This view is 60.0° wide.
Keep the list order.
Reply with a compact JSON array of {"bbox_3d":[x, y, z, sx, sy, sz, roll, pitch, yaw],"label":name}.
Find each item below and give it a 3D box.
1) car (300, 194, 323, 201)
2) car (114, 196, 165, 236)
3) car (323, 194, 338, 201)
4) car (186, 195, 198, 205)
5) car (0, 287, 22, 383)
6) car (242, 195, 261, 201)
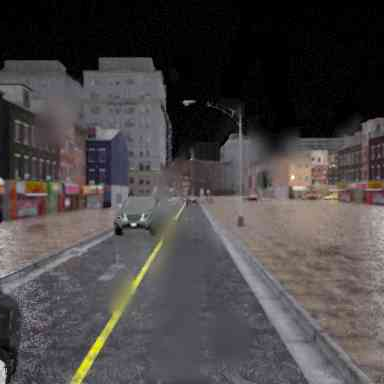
[{"bbox_3d":[26.487,1.165,74.627,4.097,1.590,1.967,-1,1,0],"label":"car"},{"bbox_3d":[-2.791,1.230,18.810,2.150,2.045,5.566,0,0,1],"label":"car"},{"bbox_3d":[31.698,1.194,74.644,4.829,1.417,1.752,-1,1,0],"label":"car"},{"bbox_3d":[-0.004,1.385,60.619,2.097,1.767,4.553,0,0,0],"label":"car"},{"bbox_3d":[-2.826,1.505,1.804,1.837,1.490,4.892,0,0,0],"label":"car"},{"bbox_3d":[13.258,1.311,74.588,4.097,1.590,1.967,-1,1,0],"label":"car"}]
